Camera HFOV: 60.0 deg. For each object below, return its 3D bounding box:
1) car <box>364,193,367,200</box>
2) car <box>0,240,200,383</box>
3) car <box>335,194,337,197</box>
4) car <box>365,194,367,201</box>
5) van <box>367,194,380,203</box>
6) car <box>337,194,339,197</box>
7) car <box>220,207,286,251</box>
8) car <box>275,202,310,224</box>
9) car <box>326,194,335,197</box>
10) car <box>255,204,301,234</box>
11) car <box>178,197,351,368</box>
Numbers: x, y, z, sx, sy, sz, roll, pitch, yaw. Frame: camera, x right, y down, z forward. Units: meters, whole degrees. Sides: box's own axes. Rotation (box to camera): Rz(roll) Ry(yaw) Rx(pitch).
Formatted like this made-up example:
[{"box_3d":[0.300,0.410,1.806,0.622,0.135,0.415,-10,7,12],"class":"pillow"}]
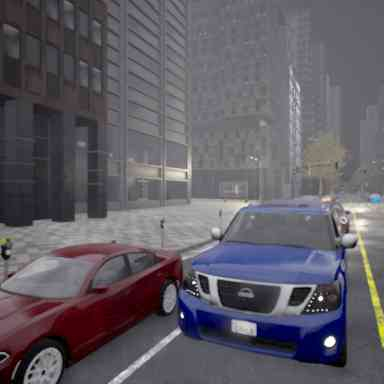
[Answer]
[{"box_3d":[40.879,1.511,75.735,1.887,1.381,4.507,0,0,25],"class":"car"},{"box_3d":[-1.705,1.545,5.206,1.887,1.381,4.507,0,0,25],"class":"car"},{"box_3d":[30.763,1.517,74.254,1.887,1.381,4.507,0,0,25],"class":"car"},{"box_3d":[38.576,1.531,70.836,1.947,1.339,4.313,0,0,25],"class":"car"},{"box_3d":[36.274,1.305,65.937,1.690,1.788,3.998,0,0,25],"class":"van"},{"box_3d":[33.014,1.289,79.040,2.192,1.841,5.009,0,0,25],"class":"car"},{"box_3d":[2.922,1.517,15.054,1.752,1.417,4.829,0,0,25],"class":"car"},{"box_3d":[7.693,1.528,25.210,1.887,1.381,4.507,0,0,25],"class":"car"},{"box_3d":[26.184,1.496,64.527,1.752,1.417,4.829,0,0,25],"class":"car"},{"box_3d":[5.344,1.532,20.209,1.887,1.381,4.507,0,0,25],"class":"car"},{"box_3d":[1.788,1.217,6.350,2.150,2.045,5.566,0,0,25],"class":"car"}]
